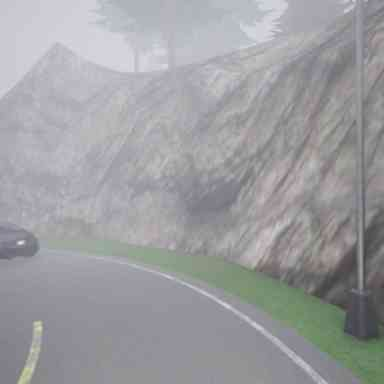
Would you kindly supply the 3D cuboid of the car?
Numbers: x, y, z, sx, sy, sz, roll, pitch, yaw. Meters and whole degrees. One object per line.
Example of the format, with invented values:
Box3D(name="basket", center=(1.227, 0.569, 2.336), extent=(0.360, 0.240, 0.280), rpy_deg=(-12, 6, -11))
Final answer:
Box3D(name="car", center=(-7.600, 1.691, 12.017), extent=(4.181, 1.385, 1.994), rpy_deg=(0, -1, 24))
